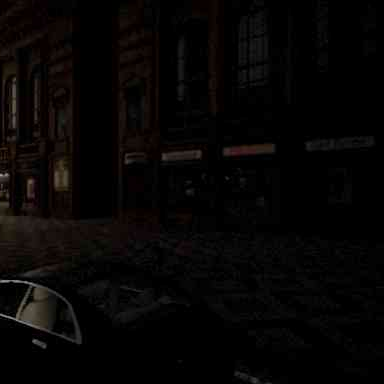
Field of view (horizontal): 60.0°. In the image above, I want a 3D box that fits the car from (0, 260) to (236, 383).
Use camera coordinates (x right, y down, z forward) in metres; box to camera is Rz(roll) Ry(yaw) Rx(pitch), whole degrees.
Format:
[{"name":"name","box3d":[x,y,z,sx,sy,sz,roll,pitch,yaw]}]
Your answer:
[{"name":"car","box3d":[-1.607,1.548,4.109,4.403,1.369,2.008,0,0,36]}]
